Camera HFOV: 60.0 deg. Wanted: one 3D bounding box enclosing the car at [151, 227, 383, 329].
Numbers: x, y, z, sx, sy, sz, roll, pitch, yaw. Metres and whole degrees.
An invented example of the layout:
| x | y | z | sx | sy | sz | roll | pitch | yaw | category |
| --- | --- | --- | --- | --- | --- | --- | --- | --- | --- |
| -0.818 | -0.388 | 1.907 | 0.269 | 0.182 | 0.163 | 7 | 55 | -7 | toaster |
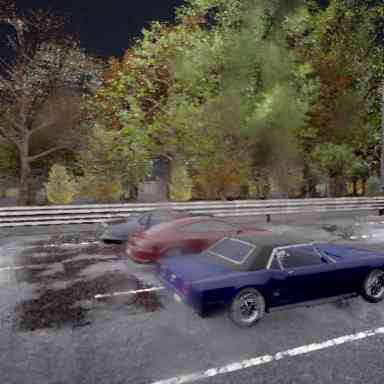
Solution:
| x | y | z | sx | sy | sz | roll | pitch | yaw | category |
| --- | --- | --- | --- | --- | --- | --- | --- | --- | --- |
| 1.787 | 1.502 | 6.596 | 4.718 | 1.301 | 1.895 | -1 | 1 | -23 | car |

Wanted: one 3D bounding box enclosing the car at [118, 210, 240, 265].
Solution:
| x | y | z | sx | sy | sz | roll | pitch | yaw | category |
| --- | --- | --- | --- | --- | --- | --- | --- | --- | --- |
| 0.418 | 1.389 | 9.813 | 4.674 | 1.442 | 1.812 | -1 | 1 | -23 | car |

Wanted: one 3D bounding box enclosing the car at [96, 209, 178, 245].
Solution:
| x | y | z | sx | sy | sz | roll | pitch | yaw | category |
| --- | --- | --- | --- | --- | --- | --- | --- | --- | --- |
| -0.943 | 1.368 | 13.039 | 5.357 | 1.411 | 2.033 | -1 | 1 | -23 | car |
